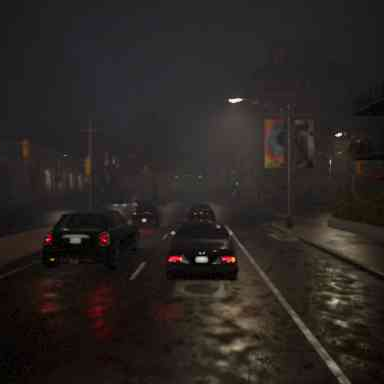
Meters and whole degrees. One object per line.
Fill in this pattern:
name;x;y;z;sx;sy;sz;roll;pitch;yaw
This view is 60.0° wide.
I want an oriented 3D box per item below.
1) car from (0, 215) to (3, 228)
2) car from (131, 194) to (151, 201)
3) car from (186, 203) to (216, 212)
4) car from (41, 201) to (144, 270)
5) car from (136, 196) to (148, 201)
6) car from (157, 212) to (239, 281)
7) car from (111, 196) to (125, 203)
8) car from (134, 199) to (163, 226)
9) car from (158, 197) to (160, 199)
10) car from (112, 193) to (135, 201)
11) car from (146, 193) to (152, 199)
car;-11.156;1.494;15.894;2.128;1.511;4.902;0;0;2
car;-9.918;1.633;65.365;2.033;1.411;5.357;0;0;1
car;0.656;1.547;23.691;1.837;1.490;4.892;0;0;1
car;-3.153;1.364;11.274;2.097;1.767;4.553;0;0;1
car;-12.913;1.652;85.822;2.033;1.411;5.357;0;0;1
car;0.289;1.564;9.940;2.033;1.411;5.357;0;0;2
car;-16.446;1.680;74.394;1.895;1.301;4.718;0;0;1
car;-3.176;1.539;23.681;1.837;1.490;4.892;0;0;-3
car;-9.423;1.672;85.391;1.994;1.385;4.181;0;0;1
car;-13.417;1.298;65.404;2.150;2.045;5.566;0;0;1
car;-9.669;1.327;75.418;2.150;2.045;5.566;0;0;1
